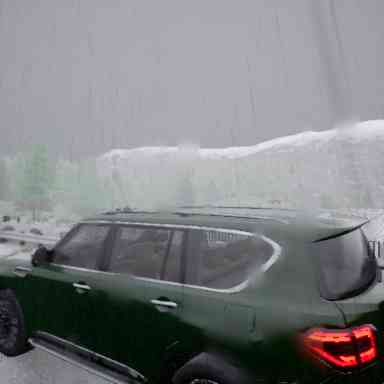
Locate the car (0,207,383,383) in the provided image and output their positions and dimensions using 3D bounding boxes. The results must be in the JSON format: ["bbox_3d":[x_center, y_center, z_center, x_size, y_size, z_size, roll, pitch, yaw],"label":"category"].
[{"bbox_3d":[-0.487,1.218,4.339,5.566,2.045,2.150,0,0,35],"label":"car"}]
